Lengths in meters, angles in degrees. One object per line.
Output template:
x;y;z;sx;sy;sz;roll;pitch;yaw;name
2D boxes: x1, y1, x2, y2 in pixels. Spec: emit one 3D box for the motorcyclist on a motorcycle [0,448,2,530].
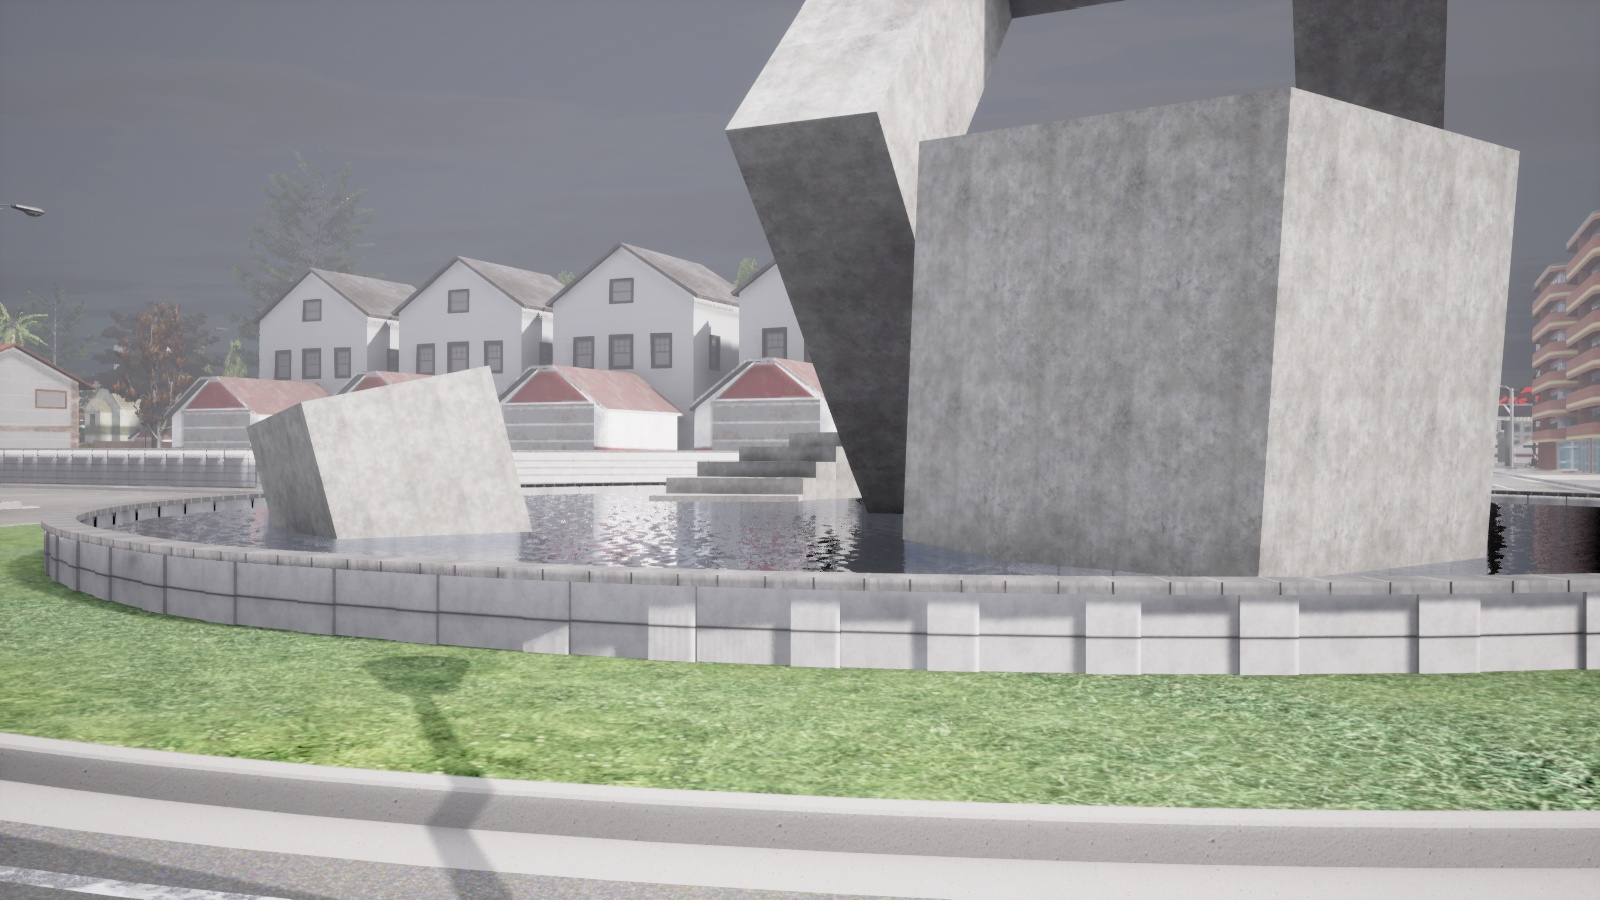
-16.792;0.790;24.425;0.766;1.649;2.350;0;0;9;motorcyclist on a motorcycle
